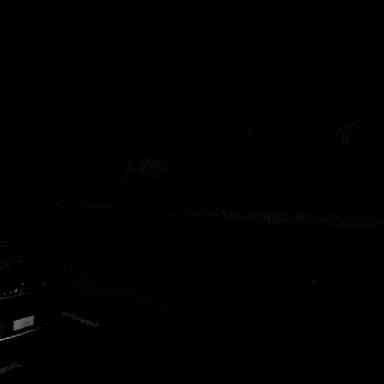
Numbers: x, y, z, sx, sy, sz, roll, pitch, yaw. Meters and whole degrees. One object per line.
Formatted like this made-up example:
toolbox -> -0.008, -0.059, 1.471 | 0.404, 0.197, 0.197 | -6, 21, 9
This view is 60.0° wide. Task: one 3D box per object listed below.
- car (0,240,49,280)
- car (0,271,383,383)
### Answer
car -> -3.988, 1.471, 5.680 | 4.403, 1.369, 2.008 | 1, 0, 36
car -> 0.442, 1.554, 2.509 | 4.313, 1.339, 1.947 | 1, 0, 36
